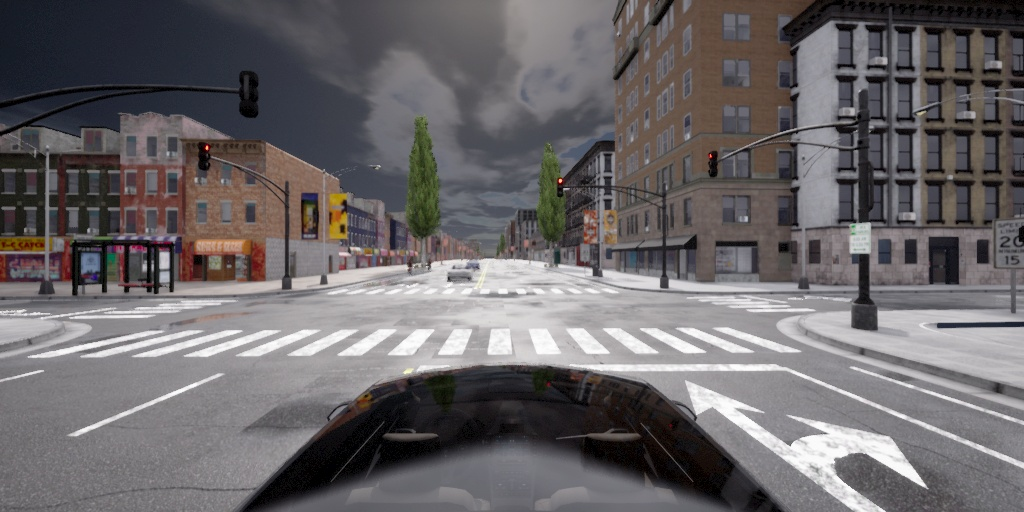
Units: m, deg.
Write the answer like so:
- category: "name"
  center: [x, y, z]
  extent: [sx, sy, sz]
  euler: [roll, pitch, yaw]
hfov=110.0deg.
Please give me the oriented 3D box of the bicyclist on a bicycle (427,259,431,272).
- category: "bicyclist on a bicycle"
  center: [-10.845, 1.244, 47.058]
  extent: [0.582, 1.620, 1.656]
  euler: [2, -3, -3]

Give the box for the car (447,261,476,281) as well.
- category: "car"
  center: [-4.281, 1.362, 29.879]
  extent: [1.895, 1.301, 4.718]
  euler: [0, 0, -3]

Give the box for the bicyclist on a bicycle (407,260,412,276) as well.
- category: "bicyclist on a bicycle"
  center: [-10.612, 1.221, 37.197]
  extent: [0.582, 1.620, 1.656]
  euler: [0, 0, -2]

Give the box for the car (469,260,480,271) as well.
- category: "car"
  center: [-5.532, 1.310, 50.963]
  extent: [1.812, 1.442, 4.674]
  euler: [0, 0, -3]
